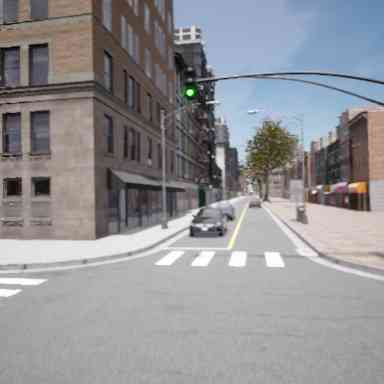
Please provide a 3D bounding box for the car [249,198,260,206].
[{"bbox_3d":[11.643,1.820,61.962,1.994,1.385,4.181,-1,-1,10],"label":"car"}]

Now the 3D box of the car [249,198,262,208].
[{"bbox_3d":[9.829,1.756,51.842,2.033,1.411,5.357,-1,-1,11],"label":"car"}]

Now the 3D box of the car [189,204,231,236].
[{"bbox_3d":[1.040,1.657,19.405,1.812,1.442,4.674,-1,0,10],"label":"car"}]

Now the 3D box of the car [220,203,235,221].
[{"bbox_3d":[2.867,1.721,29.646,2.033,1.411,5.357,-1,0,10],"label":"car"}]
